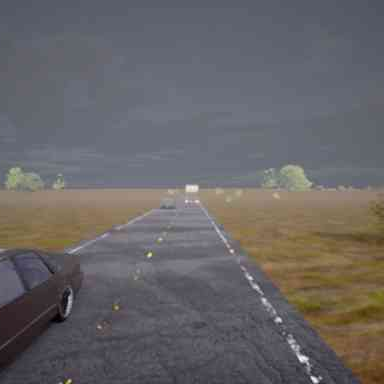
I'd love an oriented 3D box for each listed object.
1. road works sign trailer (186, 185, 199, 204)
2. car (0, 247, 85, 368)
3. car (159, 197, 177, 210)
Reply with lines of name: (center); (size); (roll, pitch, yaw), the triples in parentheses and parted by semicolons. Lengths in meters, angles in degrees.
road works sign trailer: (0.012, 0.428, 60.998); (2.380, 3.560, 2.880); (0, 0, 0)
car: (-3.094, 1.544, 4.509); (2.033, 1.411, 5.357); (0, 0, 0)
car: (-3.073, 1.479, 43.090); (1.837, 1.490, 4.892); (0, 0, 0)
